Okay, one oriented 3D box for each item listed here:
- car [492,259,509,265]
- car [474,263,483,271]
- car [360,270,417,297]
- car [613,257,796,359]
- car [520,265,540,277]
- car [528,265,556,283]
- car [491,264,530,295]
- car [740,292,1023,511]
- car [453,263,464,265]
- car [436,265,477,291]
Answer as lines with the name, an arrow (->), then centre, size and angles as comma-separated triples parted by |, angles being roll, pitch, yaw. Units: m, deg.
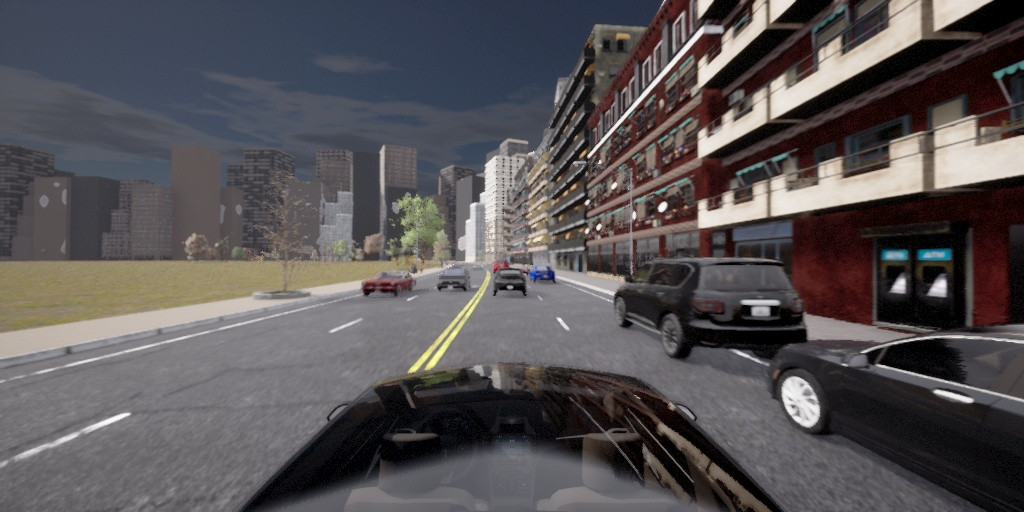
car -> -1.531, 1.435, 49.656 | 2.150, 2.045, 5.566 | 0, 0, -4
car -> -6.114, 1.940, 64.655 | 1.895, 1.301, 4.718 | 0, -1, -5
car -> -6.840, 1.500, 20.322 | 1.895, 1.301, 4.718 | 0, -1, -2
car -> 4.204, 1.059, 8.772 | 2.150, 2.045, 5.566 | 0, -1, 0
car -> 2.075, 1.764, 43.249 | 1.895, 1.301, 4.718 | 0, -1, -3
car -> 2.665, 1.530, 31.942 | 1.882, 1.535, 5.008 | 0, 0, -2
car -> -0.160, 1.440, 21.336 | 1.837, 1.490, 4.892 | 0, -1, -2
car -> 4.225, 1.282, 2.686 | 1.837, 1.490, 4.892 | 0, -1, 0
car -> -9.109, 1.865, 61.508 | 1.994, 1.385, 4.181 | 0, -1, -4
car -> -3.682, 1.493, 23.709 | 2.033, 1.411, 5.357 | 0, -1, -2
